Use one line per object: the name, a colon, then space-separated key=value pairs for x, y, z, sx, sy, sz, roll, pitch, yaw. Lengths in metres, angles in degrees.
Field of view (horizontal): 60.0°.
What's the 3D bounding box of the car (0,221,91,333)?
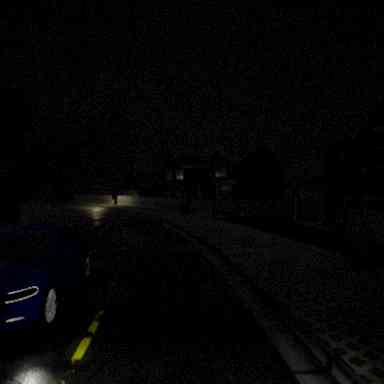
car: x=-3.453 y=1.458 z=7.060 sx=1.882 sy=1.535 sz=5.008 roll=0 pitch=0 yaw=-7
